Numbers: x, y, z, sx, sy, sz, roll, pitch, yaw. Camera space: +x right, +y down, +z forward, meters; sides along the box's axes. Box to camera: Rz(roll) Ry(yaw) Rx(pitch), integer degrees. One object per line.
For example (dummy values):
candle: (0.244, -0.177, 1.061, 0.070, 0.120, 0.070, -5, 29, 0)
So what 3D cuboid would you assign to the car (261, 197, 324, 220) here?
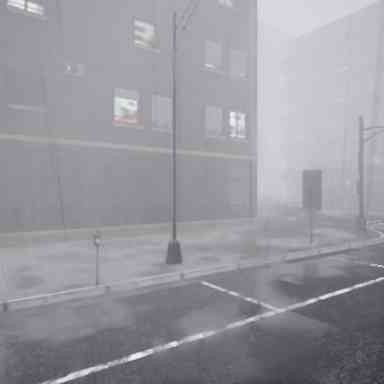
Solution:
car: (7.812, 1.349, 25.336, 2.008, 1.369, 4.403, 1, 0, -36)

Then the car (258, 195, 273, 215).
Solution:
car: (4.630, 1.249, 29.696, 1.752, 1.417, 4.829, 1, 0, -36)
